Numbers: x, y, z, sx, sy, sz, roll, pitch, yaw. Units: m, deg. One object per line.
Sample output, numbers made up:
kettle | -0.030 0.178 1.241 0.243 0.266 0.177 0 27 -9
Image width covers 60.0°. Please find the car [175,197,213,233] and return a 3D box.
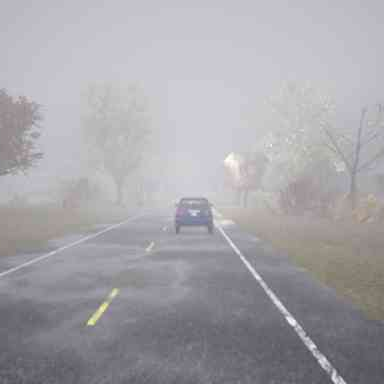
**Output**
car | 0.112 1.292 20.457 2.150 2.045 5.566 0 0 0

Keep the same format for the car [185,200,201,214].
car | 0.124 1.702 39.374 1.812 1.442 4.674 0 0 0
